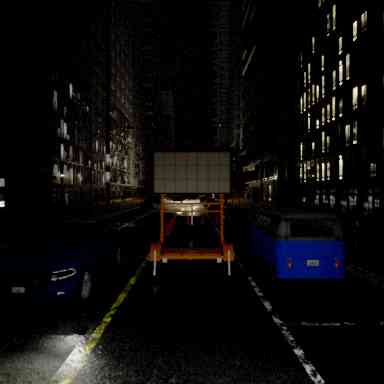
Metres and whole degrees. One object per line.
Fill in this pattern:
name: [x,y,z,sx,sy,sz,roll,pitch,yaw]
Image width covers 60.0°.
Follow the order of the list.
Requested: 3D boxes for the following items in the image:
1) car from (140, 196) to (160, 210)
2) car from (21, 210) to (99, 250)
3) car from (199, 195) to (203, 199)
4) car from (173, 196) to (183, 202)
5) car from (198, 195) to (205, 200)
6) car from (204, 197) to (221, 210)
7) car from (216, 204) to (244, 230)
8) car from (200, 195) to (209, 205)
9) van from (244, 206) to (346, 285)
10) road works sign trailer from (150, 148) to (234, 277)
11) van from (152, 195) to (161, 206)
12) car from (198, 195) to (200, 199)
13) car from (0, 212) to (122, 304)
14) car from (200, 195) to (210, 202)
car: [-5.689,1.548,43.404,2.008,1.369,4.403,0,0,0]
car: [-5.690,1.581,14.941,1.802,1.307,4.206,0,0,0]
car: [2.692,1.538,54.785,2.008,1.369,4.403,0,0,0]
car: [-2.999,1.562,71.870,1.895,1.301,4.718,0,0,0]
car: [2.694,1.462,94.633,1.887,1.381,4.507,0,0,0]
car: [2.692,1.581,37.708,1.802,1.307,4.206,0,0,0]
car: [2.691,1.581,20.630,1.802,1.307,4.206,0,0,0]
car: [2.692,1.544,49.093,2.008,1.369,4.403,0,0,0]
van: [2.691,1.341,9.246,1.690,1.788,3.998,0,0,0]
road works sign trailer: [0.001,0.464,10.265,2.380,3.560,2.880,0,0,0]
van: [-5.688,1.328,54.789,1.690,1.788,3.998,0,0,0]
car: [2.693,1.410,66.170,1.967,1.590,4.097,0,0,0]
car: [-3.099,1.477,8.434,1.882,1.535,5.008,0,0,0]
car: [2.693,1.401,71.862,1.967,1.590,4.097,0,0,0]
